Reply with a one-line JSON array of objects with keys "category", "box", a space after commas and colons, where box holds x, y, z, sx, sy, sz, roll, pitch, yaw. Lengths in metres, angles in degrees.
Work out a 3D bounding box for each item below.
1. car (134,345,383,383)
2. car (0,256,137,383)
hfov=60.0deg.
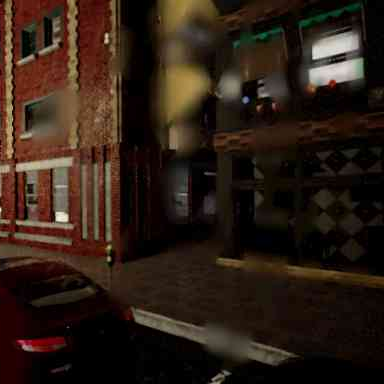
[{"category": "car", "box": [2.002, 1.565, 1.421, 4.313, 1.339, 1.947, 0, -1, 35]}, {"category": "car", "box": [-2.605, 1.589, 4.704, 4.206, 1.307, 1.802, 0, -1, 35]}]
